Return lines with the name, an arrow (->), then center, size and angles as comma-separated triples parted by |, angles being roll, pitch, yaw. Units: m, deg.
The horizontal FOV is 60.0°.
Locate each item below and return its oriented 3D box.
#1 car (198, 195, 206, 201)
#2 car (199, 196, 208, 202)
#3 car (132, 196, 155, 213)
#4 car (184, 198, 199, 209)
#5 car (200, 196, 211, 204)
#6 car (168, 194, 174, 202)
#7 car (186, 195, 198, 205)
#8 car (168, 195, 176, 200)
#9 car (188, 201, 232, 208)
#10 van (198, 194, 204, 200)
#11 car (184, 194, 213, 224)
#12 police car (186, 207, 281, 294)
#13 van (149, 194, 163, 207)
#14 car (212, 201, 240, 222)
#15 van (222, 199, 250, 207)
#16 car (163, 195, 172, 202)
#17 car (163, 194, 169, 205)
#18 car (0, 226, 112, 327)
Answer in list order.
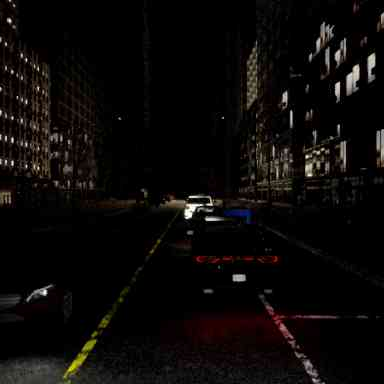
car -> 2.621, 1.556, 89.069 | 1.887, 1.381, 4.507 | 0, 0, 0
car -> 2.630, 1.554, 77.733 | 1.887, 1.381, 4.507 | 0, 0, 0
car -> -5.720, 1.528, 37.881 | 1.752, 1.417, 4.829 | 0, 0, 0
car -> -0.017, 1.568, 46.180 | 1.994, 1.385, 4.181 | 0, 0, 0
car -> 2.639, 1.558, 66.397 | 2.008, 1.369, 4.403 | 0, 0, 0
car -> -5.747, 1.323, 72.059 | 2.192, 1.841, 5.009 | 0, 0, 0
car -> -0.045, 1.358, 60.111 | 2.097, 1.767, 4.553 | 0, 0, 0
car -> -5.764, 1.577, 94.731 | 1.947, 1.339, 4.313 | 0, 0, 0
car -> 0.886, 1.478, 18.785 | 1.882, 1.535, 5.008 | 0, 0, 0
van -> 2.617, 1.353, 94.736 | 1.690, 1.788, 3.998 | 0, 0, 0
car -> 0.642, 1.224, 24.893 | 2.150, 2.045, 5.566 | 0, 0, 4
police car -> 0.893, 1.425, 8.895 | 1.930, 1.638, 5.238 | 0, 0, 0
van -> -5.730, 1.345, 49.388 | 1.690, 1.788, 3.998 | 0, 0, 0
car -> 2.668, 1.526, 26.890 | 1.752, 1.417, 4.829 | 0, 0, 0
van -> 2.672, 1.342, 21.053 | 1.690, 1.788, 3.998 | 0, 0, 0
car -> -5.751, 1.534, 77.557 | 1.752, 1.417, 4.829 | 0, 0, 0
car -> -5.737, 1.557, 60.723 | 2.008, 1.369, 4.403 | 0, 0, 0
car -> -3.005, 1.525, 7.160 | 1.812, 1.442, 4.674 | 0, 0, 0
